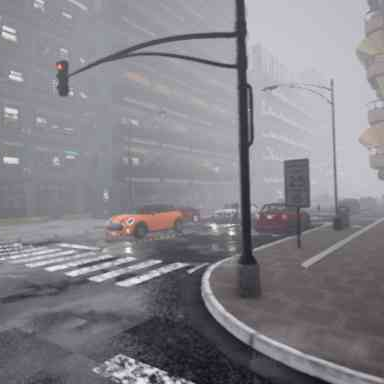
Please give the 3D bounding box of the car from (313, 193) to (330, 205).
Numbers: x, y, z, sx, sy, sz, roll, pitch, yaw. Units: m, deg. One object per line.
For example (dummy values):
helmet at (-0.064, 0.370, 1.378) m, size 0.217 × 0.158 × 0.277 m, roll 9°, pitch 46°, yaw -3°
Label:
car at (21.515, 1.120, 55.334) m, size 2.192 × 1.841 × 5.009 m, roll -2°, pitch -1°, yaw 36°

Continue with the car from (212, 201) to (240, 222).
car at (3.412, 1.516, 26.036) m, size 1.812 × 1.442 × 4.674 m, roll -2°, pitch -1°, yaw 36°

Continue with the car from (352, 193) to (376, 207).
car at (21.631, 1.168, 41.242) m, size 1.887 × 1.381 × 4.507 m, roll -2°, pitch -1°, yaw 36°

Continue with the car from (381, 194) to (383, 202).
car at (34.958, 1.003, 59.566) m, size 2.008 × 1.369 × 4.403 m, roll -2°, pitch -1°, yaw 36°

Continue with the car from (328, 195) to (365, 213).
car at (14.968, 1.278, 32.080) m, size 1.947 × 1.339 × 4.313 m, roll -2°, pitch -1°, yaw 36°

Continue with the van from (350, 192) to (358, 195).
van at (38.175, 0.940, 78.238) m, size 1.690 × 1.788 × 3.998 m, roll -2°, pitch -1°, yaw 36°

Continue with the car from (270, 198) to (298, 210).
car at (11.527, 1.502, 41.589) m, size 1.947 × 1.339 × 4.313 m, roll -2°, pitch -1°, yaw 36°

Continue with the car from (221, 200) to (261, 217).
car at (4.863, 1.576, 32.426) m, size 2.008 × 1.369 × 4.403 m, roll -2°, pitch -1°, yaw 36°

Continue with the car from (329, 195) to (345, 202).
car at (28.185, 1.271, 64.493) m, size 2.008 × 1.369 × 4.403 m, roll -2°, pitch -1°, yaw 36°

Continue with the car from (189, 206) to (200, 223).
car at (-1.153, 1.653, 24.309) m, size 1.887 × 1.381 × 4.507 m, roll -2°, pitch -1°, yaw 36°

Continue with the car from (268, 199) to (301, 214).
car at (9.725, 1.469, 34.707) m, size 1.994 × 1.385 × 4.181 m, roll -2°, pitch -1°, yaw 36°

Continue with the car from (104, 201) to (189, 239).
car at (-2.500, 1.423, 17.925) m, size 2.097 × 1.767 × 4.553 m, roll -2°, pitch -1°, yaw 36°

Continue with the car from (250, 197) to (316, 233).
car at (5.062, 1.283, 18.275) m, size 1.967 × 1.590 × 4.097 m, roll -2°, pitch -1°, yaw 36°
